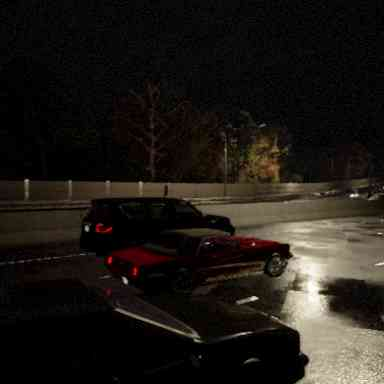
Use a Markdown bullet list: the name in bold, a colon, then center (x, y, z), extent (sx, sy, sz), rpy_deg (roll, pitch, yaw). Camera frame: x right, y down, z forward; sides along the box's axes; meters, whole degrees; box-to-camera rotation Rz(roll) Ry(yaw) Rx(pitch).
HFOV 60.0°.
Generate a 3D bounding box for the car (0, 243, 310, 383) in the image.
- **car**: center (-1.333, 1.545, 2.795), extent (5.357, 1.411, 2.033), rpy_deg (0, 0, -36)

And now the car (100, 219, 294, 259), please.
- **car**: center (0.398, 1.575, 8.335), extent (4.718, 1.301, 1.895), rpy_deg (0, 0, -36)

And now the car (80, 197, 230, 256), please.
- **car**: center (-0.991, 1.191, 11.644), extent (5.566, 2.045, 2.150), rpy_deg (0, 0, -36)
